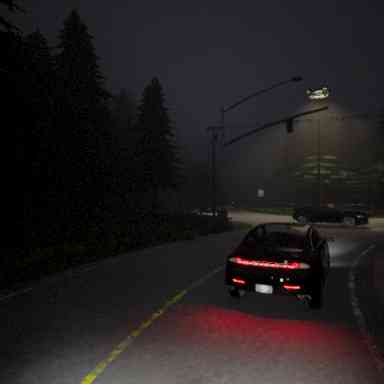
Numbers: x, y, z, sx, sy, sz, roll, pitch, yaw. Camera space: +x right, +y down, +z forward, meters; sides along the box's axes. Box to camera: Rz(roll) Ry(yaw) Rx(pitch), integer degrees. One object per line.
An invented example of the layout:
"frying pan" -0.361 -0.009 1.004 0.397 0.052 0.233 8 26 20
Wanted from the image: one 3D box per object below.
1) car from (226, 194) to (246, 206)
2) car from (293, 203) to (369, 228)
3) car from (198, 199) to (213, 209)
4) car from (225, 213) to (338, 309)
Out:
"car" 7.387 1.341 57.196 2.150 2.045 5.566 0 0 35
"car" 9.343 1.548 22.800 4.902 1.511 2.128 0 0 37
"car" 1.808 1.592 38.399 1.837 1.490 4.892 -1 0 -3
"car" 2.278 1.505 8.095 2.128 1.511 4.902 0 0 24
